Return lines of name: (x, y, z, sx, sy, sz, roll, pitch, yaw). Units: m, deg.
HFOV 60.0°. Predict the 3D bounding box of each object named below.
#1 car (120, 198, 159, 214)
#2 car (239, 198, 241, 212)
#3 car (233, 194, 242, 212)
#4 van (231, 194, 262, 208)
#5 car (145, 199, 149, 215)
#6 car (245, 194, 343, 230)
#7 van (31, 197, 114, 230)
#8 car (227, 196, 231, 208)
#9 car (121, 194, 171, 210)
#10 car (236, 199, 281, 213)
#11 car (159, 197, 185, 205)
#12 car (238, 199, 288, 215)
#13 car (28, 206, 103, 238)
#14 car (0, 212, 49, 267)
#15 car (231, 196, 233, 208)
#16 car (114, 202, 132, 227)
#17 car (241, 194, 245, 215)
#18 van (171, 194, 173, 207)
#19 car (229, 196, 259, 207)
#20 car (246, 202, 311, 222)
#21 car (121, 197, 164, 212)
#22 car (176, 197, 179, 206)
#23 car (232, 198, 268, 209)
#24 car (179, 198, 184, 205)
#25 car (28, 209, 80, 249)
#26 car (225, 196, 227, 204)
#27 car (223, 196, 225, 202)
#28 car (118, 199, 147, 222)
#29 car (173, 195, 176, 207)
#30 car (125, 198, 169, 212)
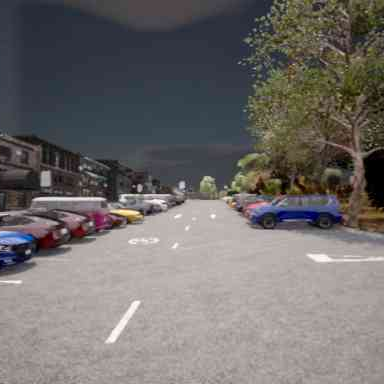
car: (-6.018, 1.573, 32.367, 4.792, 1.488, 2.163, 0, 0, 3)
car: (6.907, 1.493, 28.979, 5.008, 1.535, 2.097, 0, 0, 3)
car: (7.049, 1.249, 31.763, 5.566, 2.045, 2.435, 0, 0, 3)
van: (8.354, 1.354, 51.217, 4.442, 1.987, 1.878, 0, 0, 3)
car: (-6.327, 1.529, 26.768, 5.008, 1.535, 2.097, 0, 0, 3)
car: (6.395, 1.228, 20.765, 5.566, 2.045, 2.435, 0, 0, 3)
van: (-6.938, 1.294, 18.383, 4.442, 1.987, 1.878, 0, 0, 3)
car: (7.554, 1.543, 42.891, 5.366, 1.575, 1.946, 0, 0, 3)
car: (-5.629, 1.313, 37.960, 5.566, 2.045, 2.435, 0, 0, 3)
car: (7.379, 1.552, 37.320, 4.792, 1.488, 2.163, 0, 0, 3)
car: (-3.973, 1.726, 65.939, 4.892, 1.521, 2.231, 0, -1, 4)
car: (7.271, 1.540, 34.537, 4.792, 1.488, 2.163, 0, 0, 3)
car: (-7.016, 1.546, 15.579, 4.792, 1.488, 2.163, 0, 0, 3)
car: (-7.325, 1.511, 9.981, 5.008, 1.535, 2.097, 0, 0, 3)
car: (7.568, 1.534, 40.099, 5.008, 1.535, 2.097, 0, 0, 3)
car: (-6.625, 1.551, 21.173, 4.792, 1.488, 2.163, 0, 0, 3)
car: (6.552, 1.231, 23.422, 5.566, 2.045, 2.435, 0, 0, 3)
van: (-5.208, 1.362, 43.552, 4.442, 1.987, 1.878, 0, 0, 3)
car: (8.376, 1.469, 54.000, 4.553, 1.767, 2.185, 0, 0, 3)
car: (6.752, 1.527, 26.323, 4.674, 1.452, 2.002, 0, 0, 3)
car: (-5.828, 1.554, 35.159, 4.892, 1.521, 2.231, 0, 0, 3)
car: (-4.852, 1.498, 51.956, 4.553, 1.767, 2.185, 0, 0, 3)
car: (7.903, 1.597, 45.660, 4.674, 1.452, 2.002, 0, 0, 3)
car: (-4.623, 1.387, 54.749, 5.566, 2.045, 2.435, 0, 0, 3)
car: (-7.182, 1.543, 12.781, 4.792, 1.488, 2.163, 0, 0, 3)
car: (8.748, 1.671, 59.555, 4.674, 1.452, 2.002, 0, 0, 4)
car: (8.921, 1.654, 62.337, 5.008, 1.535, 2.097, 0, -1, 4)
car: (-6.303, 1.521, 23.962, 5.366, 1.575, 1.946, 0, 0, 3)
car: (-5.162, 1.601, 46.356, 4.892, 1.521, 2.231, 0, 0, 3)
car: (-5.496, 1.576, 40.760, 5.008, 1.535, 2.097, 0, 0, 3)
